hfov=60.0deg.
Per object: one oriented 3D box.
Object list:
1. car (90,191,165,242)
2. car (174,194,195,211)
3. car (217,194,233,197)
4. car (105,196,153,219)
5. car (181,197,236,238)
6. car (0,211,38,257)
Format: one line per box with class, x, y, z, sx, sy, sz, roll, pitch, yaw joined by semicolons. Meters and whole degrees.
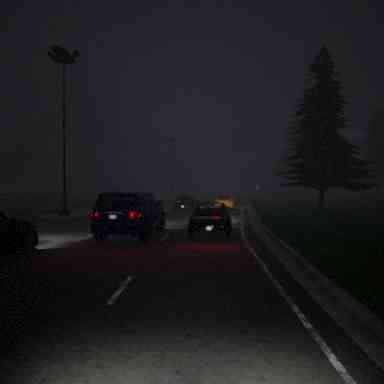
car;-2.673;0.974;15.053;2.150;2.045;5.566;0;1;6
car;-0.467;0.992;31.555;1.837;1.490;4.892;0;1;8
car;3.259;0.948;32.856;1.882;1.535;5.008;0;1;8
car;-4.790;1.116;26.217;2.033;1.411;5.357;0;1;8
car;0.955;1.232;15.993;2.128;1.511;4.902;0;1;6
car;-6.535;1.183;9.834;2.097;1.767;4.553;0;1;3
